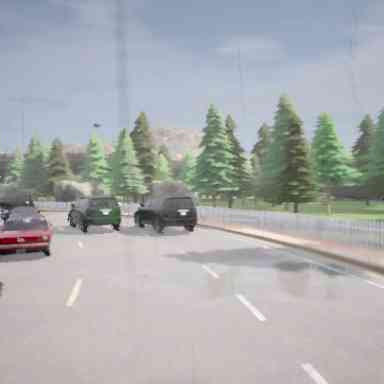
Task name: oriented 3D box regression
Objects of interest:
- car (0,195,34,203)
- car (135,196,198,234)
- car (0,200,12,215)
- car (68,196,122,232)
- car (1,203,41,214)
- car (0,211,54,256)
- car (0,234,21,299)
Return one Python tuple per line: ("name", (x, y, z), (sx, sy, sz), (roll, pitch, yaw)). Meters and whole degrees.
("car", (-21.139, 1.378, 39.278), (5.566, 2.045, 2.150), (0, 0, 28))
("car", (-1.666, 1.239, 19.788), (2.150, 2.045, 5.566), (0, 0, -27))
("car", (-17.789, 1.654, 28.926), (4.674, 1.442, 1.812), (0, 0, 40))
("car", (-6.123, 1.269, 20.676), (2.150, 2.045, 5.566), (0, 0, -31))
("car", (-10.935, 1.644, 21.727), (1.994, 1.385, 4.181), (0, 0, -36))
("car", (-6.424, 1.648, 12.962), (1.895, 1.301, 4.718), (0, 0, -22))
("car", (-3.999, 1.576, 3.683), (2.033, 1.411, 5.357), (0, 0, -8))
